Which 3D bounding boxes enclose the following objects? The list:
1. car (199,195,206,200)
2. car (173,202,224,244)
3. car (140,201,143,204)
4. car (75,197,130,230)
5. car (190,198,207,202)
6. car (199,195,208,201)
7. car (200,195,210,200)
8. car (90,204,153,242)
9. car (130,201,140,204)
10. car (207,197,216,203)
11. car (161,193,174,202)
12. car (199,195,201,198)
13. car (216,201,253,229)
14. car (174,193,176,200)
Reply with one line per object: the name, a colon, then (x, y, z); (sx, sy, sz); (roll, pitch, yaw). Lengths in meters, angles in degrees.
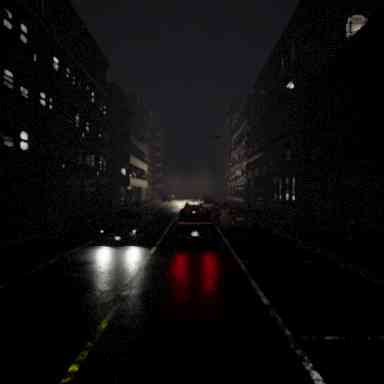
car: (2.885, 1.447, 94.114); (1.802, 1.307, 4.206); (0, 0, 0)
car: (0.130, 1.471, 15.751); (2.128, 1.511, 4.902); (0, 0, 0)
car: (-5.625, 1.498, 32.138); (1.887, 1.381, 4.507); (0, 0, 0)
car: (-5.647, 1.284, 20.865); (2.192, 1.841, 5.009); (0, 0, 0)
car: (0.166, 1.557, 32.491); (1.895, 1.301, 4.718); (0, 0, 0)
car: (2.861, 1.448, 82.842); (1.947, 1.339, 4.313); (0, 0, 0)
car: (2.803, 1.476, 54.661); (2.008, 1.369, 4.403); (0, 0, 0)
car: (-3.064, 1.524, 16.370); (2.033, 1.411, 5.357); (0, 0, 0)
car: (-5.636, 1.402, 26.501); (1.967, 1.590, 4.097); (0, 0, 0)
car: (2.755, 1.503, 32.116); (1.887, 1.381, 4.507); (0, 0, 0)
car: (-5.543, 1.446, 71.591); (2.008, 1.369, 4.403); (0, 0, 0)
car: (2.851, 1.416, 77.375); (1.752, 1.417, 4.829); (0, 0, 0)
car: (2.732, 1.499, 21.014); (1.752, 1.417, 4.829); (0, 0, 0)
car: (-5.531, 1.438, 77.227); (2.008, 1.369, 4.403); (0, 0, 0)
